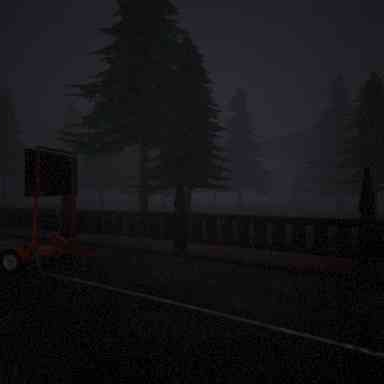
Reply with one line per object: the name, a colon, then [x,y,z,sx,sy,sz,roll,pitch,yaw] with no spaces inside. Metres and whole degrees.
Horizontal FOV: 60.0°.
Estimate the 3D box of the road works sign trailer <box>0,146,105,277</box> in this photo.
road works sign trailer: [-3.985,0.527,10.109,2.880,3.560,2.380,0,0,14]
